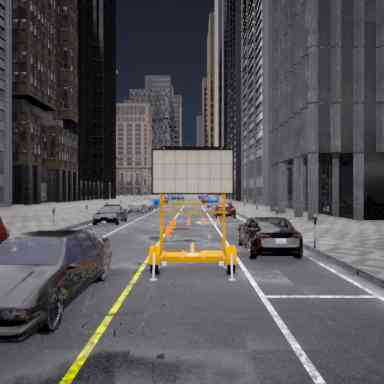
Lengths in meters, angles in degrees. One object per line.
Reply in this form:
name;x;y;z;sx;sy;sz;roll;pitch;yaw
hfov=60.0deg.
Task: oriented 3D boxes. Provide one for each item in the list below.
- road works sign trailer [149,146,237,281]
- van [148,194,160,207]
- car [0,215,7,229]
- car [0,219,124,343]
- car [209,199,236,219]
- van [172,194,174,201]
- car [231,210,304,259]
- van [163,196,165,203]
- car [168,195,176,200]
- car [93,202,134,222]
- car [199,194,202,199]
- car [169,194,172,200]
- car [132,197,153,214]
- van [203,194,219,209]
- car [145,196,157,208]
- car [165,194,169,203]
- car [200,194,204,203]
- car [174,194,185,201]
road works sign trailer;0.023;0.467;9.838;2.380;3.560;2.880;0;0;0
van;-5.658;1.353;46.306;1.690;1.788;3.998;0;0;0
car;-5.751;1.317;6.821;2.192;1.841;5.009;0;0;0
car;-3.082;1.549;7.003;2.033;1.411;5.357;0;0;0
car;2.829;1.553;29.369;1.887;1.381;4.507;0;0;0
van;-5.565;1.361;85.793;1.690;1.788;3.998;0;0;0
car;2.789;1.569;12.446;1.947;1.339;4.313;0;0;0
van;-5.644;1.354;51.947;1.690;1.788;3.998;0;0;0
car;-5.551;1.565;91.433;1.887;1.381;4.507;0;0;0
car;-5.710;1.572;23.743;1.947;1.339;4.313;0;0;0
car;2.922;1.599;68.853;1.802;1.307;4.206;0;0;0
car;-5.618;1.331;63.229;2.192;1.841;5.009;0;0;0
car;-5.683;1.560;35.025;2.008;1.369;4.403;0;0;0
van;2.868;1.353;46.291;1.690;1.788;3.998;0;0;0
car;-5.671;1.536;40.495;1.752;1.417;4.829;0;0;0
car;-5.631;1.455;57.587;1.967;1.590;4.097;0;0;0
car;2.908;1.598;63.213;1.802;1.307;4.206;0;0;0
car;-2.801;1.567;84.285;2.033;1.411;5.357;0;0;0
